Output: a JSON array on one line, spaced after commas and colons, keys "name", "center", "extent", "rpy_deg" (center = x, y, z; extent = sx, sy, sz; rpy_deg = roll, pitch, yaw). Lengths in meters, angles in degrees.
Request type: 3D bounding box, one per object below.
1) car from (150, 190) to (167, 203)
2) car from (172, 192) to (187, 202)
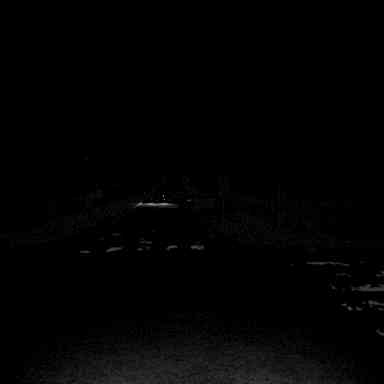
[{"name": "car", "center": [-4.525, 0.479, 45.197], "extent": [2.097, 1.767, 4.553], "rpy_deg": [0, 2, -2]}, {"name": "car", "center": [-1.718, 0.678, 45.747], "extent": [1.994, 1.385, 4.181], "rpy_deg": [0, 2, 0]}]
